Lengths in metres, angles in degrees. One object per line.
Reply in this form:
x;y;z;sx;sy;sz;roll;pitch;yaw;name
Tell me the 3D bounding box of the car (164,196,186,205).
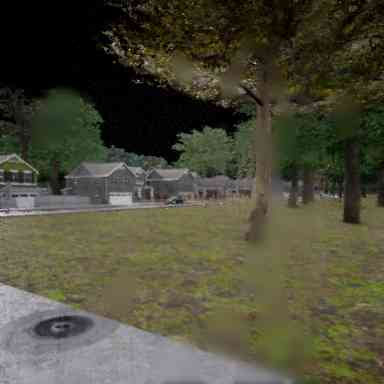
-2.914;1.436;58.938;1.837;1.490;4.892;0;0;35;car
